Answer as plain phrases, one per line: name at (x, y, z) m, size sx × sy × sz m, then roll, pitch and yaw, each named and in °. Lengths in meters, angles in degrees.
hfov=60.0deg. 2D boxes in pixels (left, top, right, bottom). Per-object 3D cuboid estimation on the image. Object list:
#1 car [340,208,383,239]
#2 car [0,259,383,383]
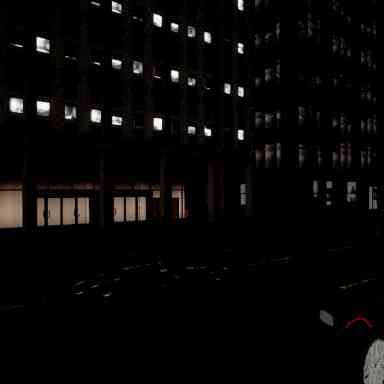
car at (9.370, 1.546, 17.110) m, size 4.403 × 1.369 × 2.008 m, roll 0°, pitch 0°, yaw -36°
car at (0.160, 1.477, 3.433) m, size 5.008 × 1.535 × 1.882 m, roll 0°, pitch 0°, yaw -35°
